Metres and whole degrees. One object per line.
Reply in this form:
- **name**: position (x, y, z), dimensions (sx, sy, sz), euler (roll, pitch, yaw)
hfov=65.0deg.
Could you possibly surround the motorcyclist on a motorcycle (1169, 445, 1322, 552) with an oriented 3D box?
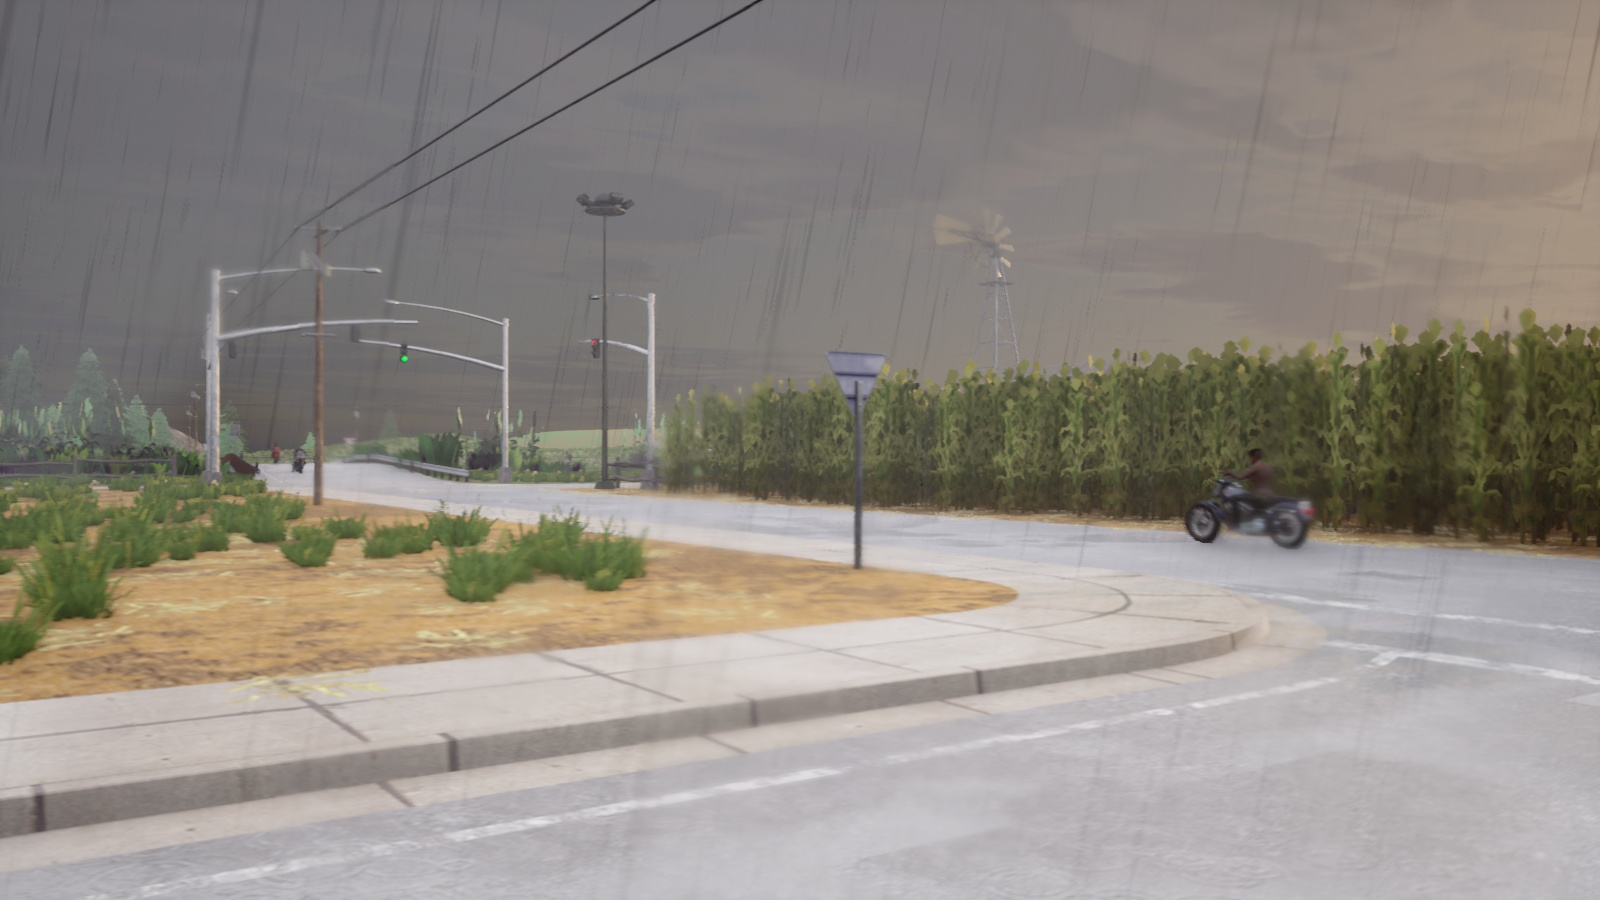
- **motorcyclist on a motorcycle**: position (7.242, 0.751, 20.552), dimensions (0.766, 1.649, 2.350), euler (0, 0, -34)

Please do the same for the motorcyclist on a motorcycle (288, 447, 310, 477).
- **motorcyclist on a motorcycle**: position (-27.649, 0.658, 69.244), dimensions (0.866, 1.530, 2.191), euler (0, 3, -28)
